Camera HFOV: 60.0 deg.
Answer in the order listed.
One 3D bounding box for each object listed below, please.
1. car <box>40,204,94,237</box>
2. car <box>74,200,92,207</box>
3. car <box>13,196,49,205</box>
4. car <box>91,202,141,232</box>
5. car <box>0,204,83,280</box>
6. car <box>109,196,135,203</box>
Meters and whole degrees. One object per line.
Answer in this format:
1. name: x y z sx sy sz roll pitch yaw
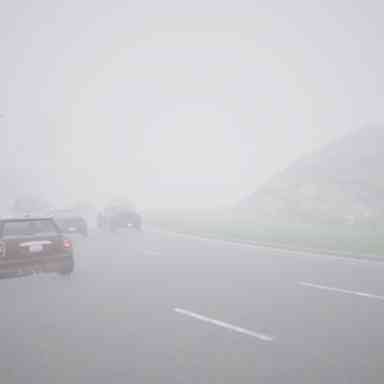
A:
1. car: -6.933 1.619 17.930 1.812 1.442 4.674 0 0 -31
2. car: -12.594 1.715 38.909 1.837 1.490 4.892 0 0 -1
3. car: -15.701 1.376 32.747 2.150 2.045 5.566 0 0 -8
4. car: -4.729 1.629 21.108 1.837 1.490 4.892 0 0 -29
5. car: -5.226 1.397 9.689 2.097 1.767 4.553 1 -1 -42
6. car: -8.988 1.474 43.004 2.150 2.045 5.566 0 0 5
